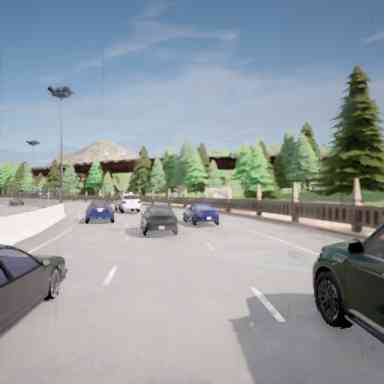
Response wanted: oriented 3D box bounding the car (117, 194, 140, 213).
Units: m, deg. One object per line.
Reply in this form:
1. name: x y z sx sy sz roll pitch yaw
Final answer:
1. car: -7.366 1.272 37.860 2.150 2.045 5.566 0 0 -21

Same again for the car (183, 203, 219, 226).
1. car: 0.606 1.536 23.704 1.812 1.442 4.674 0 0 -13

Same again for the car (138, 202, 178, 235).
1. car: -1.927 1.523 18.895 1.837 1.490 4.892 0 0 -10

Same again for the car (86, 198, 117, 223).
1. car: -7.330 1.397 26.580 2.097 1.767 4.553 0 0 -15

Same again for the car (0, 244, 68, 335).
1. car: -3.663 1.565 5.302 2.033 1.411 5.357 0 0 -4

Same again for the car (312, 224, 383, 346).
1. car: 3.381 1.210 3.854 2.150 2.045 5.566 0 0 -2
